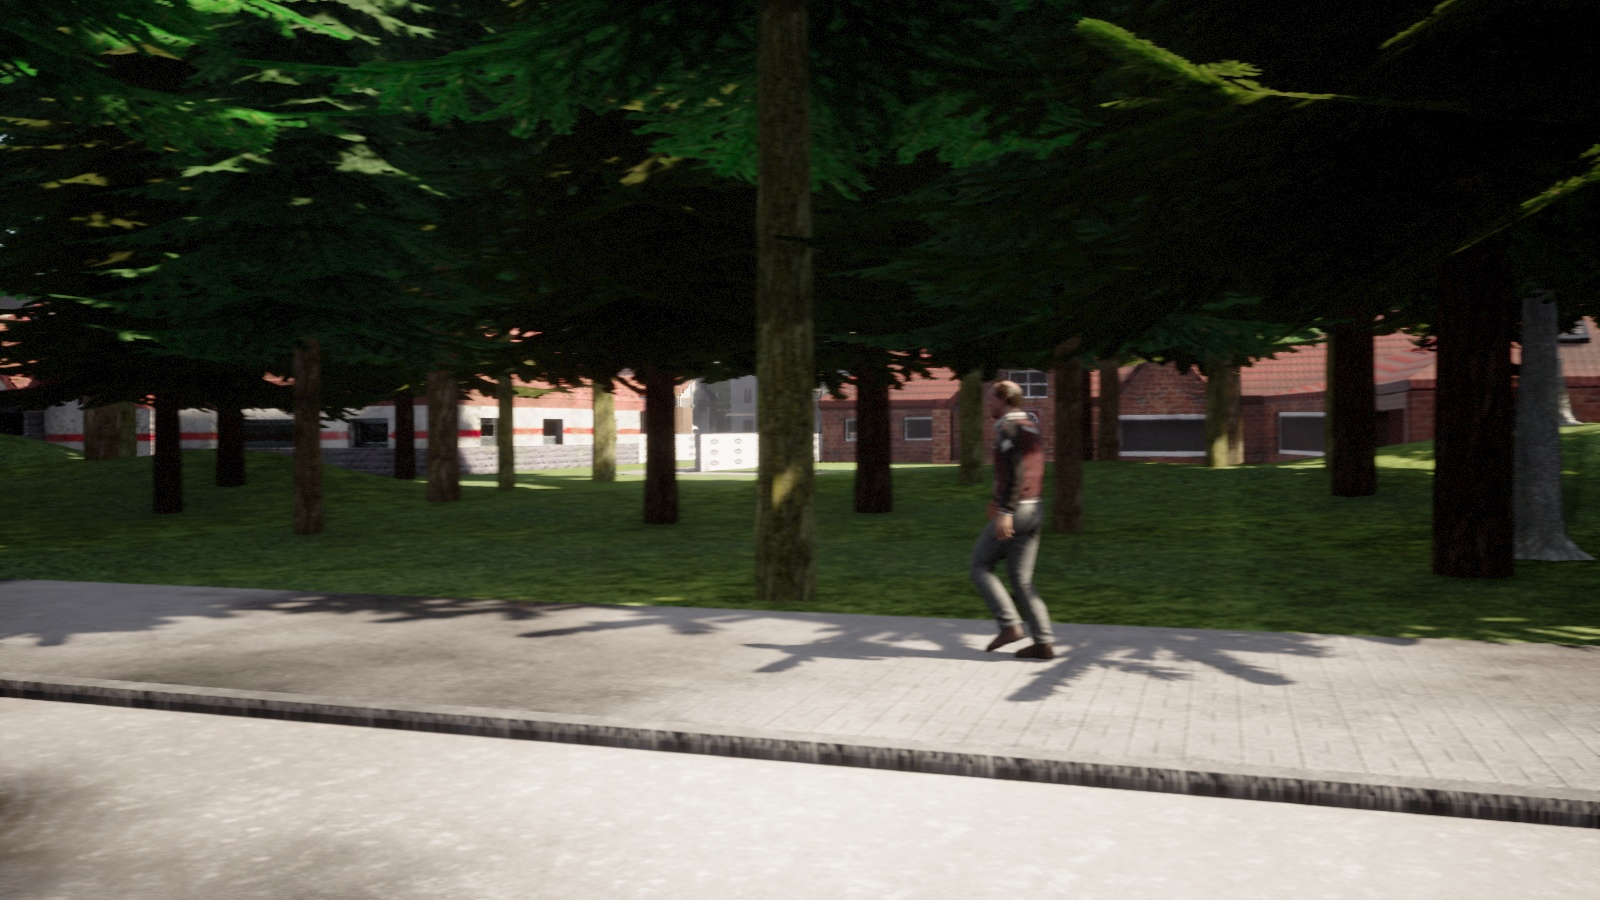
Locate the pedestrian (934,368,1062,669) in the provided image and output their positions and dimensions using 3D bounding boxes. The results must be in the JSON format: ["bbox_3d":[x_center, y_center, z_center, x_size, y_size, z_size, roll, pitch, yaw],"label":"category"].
[{"bbox_3d":[1.271,0.416,8.082,0.720,1.854,0.376,1,1,34],"label":"pedestrian"}]
